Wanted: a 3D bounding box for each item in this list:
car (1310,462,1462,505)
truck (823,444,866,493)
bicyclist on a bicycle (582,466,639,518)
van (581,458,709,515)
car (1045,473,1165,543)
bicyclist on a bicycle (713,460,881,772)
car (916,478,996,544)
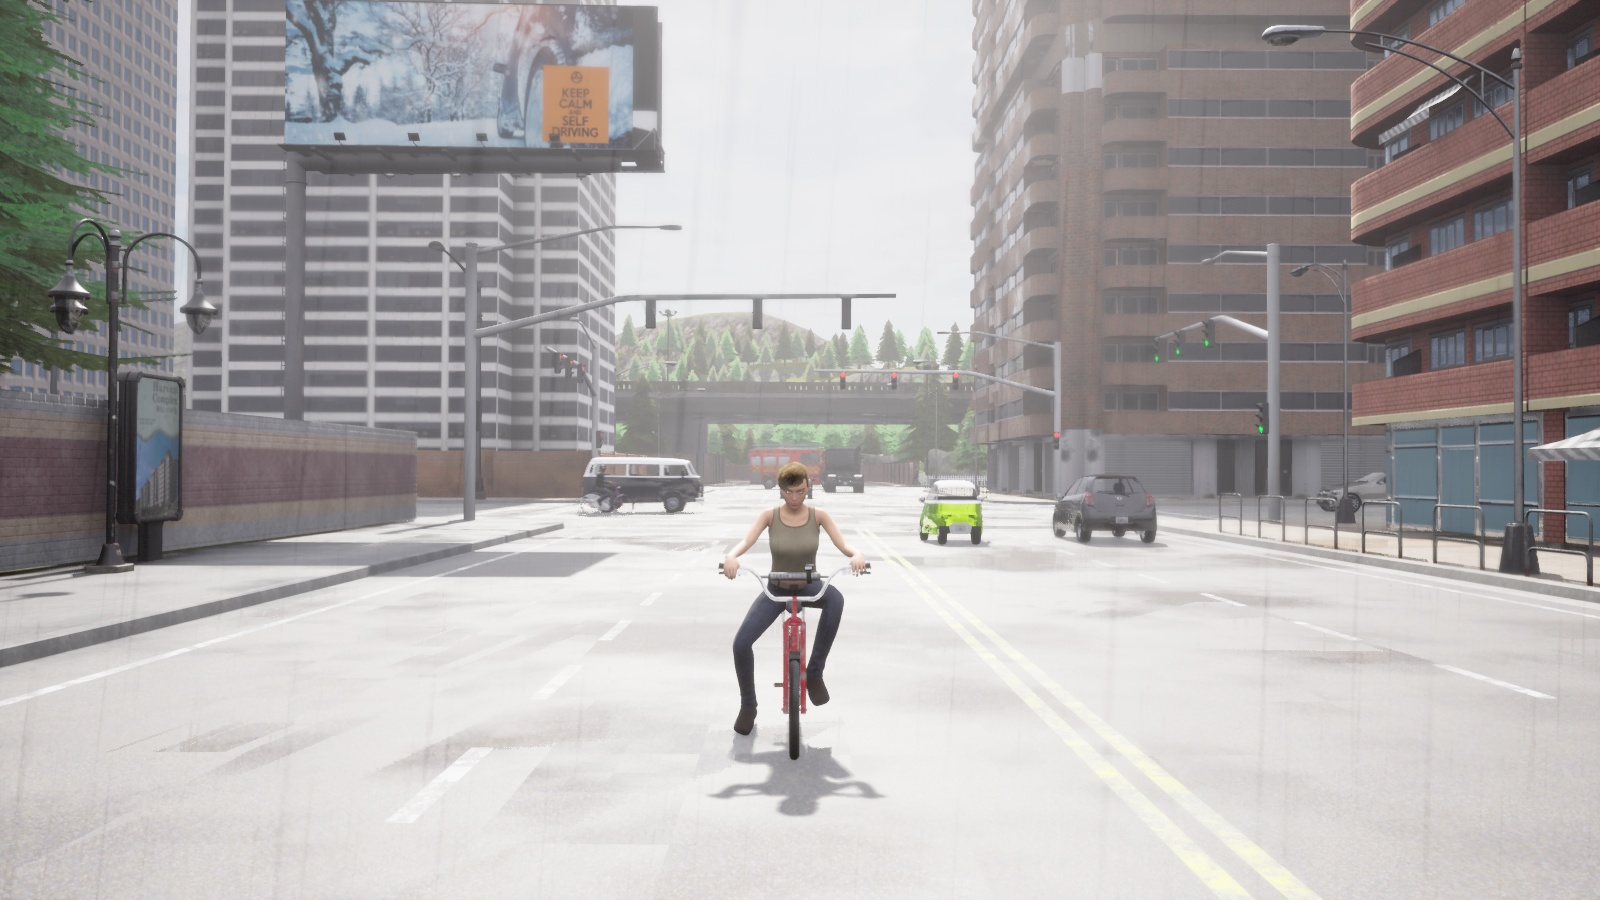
[{"bbox_3d":[23.241,1.337,49.939,5.027,1.651,2.152,0,-1,0],"label":"car"},{"bbox_3d":[3.248,1.386,93.548,2.891,3.462,7.936,0,-1,0],"label":"truck"},{"bbox_3d":[-6.473,1.432,43.017,1.843,1.776,0.659,0,-1,0],"label":"bicyclist on a bicycle"},{"bbox_3d":[-5.697,1.340,46.517,4.480,2.038,2.069,0,-1,0],"label":"van"},{"bbox_3d":[6.923,1.284,28.835,1.845,1.501,3.633,0,-1,0],"label":"car"},{"bbox_3d":[-0.027,0.873,7.275,0.866,1.612,1.509,0,-1,-1],"label":"bicyclist on a bicycle"},{"bbox_3d":[3.426,1.322,27.811,1.481,1.376,2.207,0,-1,0],"label":"car"}]
